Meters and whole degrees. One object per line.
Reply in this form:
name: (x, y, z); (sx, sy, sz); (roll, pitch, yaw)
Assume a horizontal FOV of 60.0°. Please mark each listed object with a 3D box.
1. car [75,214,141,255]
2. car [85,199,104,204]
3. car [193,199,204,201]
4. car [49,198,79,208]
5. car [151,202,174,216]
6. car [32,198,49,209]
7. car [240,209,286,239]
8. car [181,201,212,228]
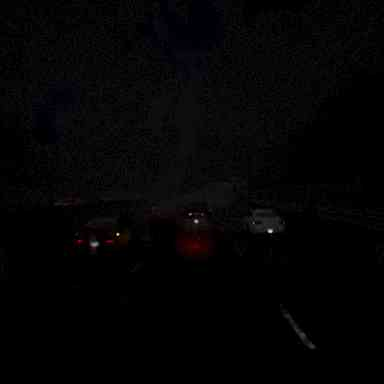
car: (-3.311, 1.609, 13.693); (1.812, 1.442, 4.674); (0, 0, 1)
car: (-13.207, 1.706, 45.711); (2.033, 1.411, 5.357); (0, 0, 2)
car: (0.814, 1.624, 40.810); (1.882, 1.535, 5.008); (0, 0, 2)
car: (-16.748, 1.629, 44.550); (1.882, 1.535, 5.008); (0, 0, 2)
car: (-2.919, 1.673, 33.669); (2.033, 1.411, 5.357); (0, 0, 2)
car: (-20.194, 1.633, 45.915); (1.882, 1.535, 5.008); (0, 0, 2)
car: (3.748, 1.622, 18.063); (1.812, 1.442, 4.674); (0, 0, 1)
car: (0.326, 1.607, 23.048); (1.837, 1.490, 4.892); (0, -1, 1)
